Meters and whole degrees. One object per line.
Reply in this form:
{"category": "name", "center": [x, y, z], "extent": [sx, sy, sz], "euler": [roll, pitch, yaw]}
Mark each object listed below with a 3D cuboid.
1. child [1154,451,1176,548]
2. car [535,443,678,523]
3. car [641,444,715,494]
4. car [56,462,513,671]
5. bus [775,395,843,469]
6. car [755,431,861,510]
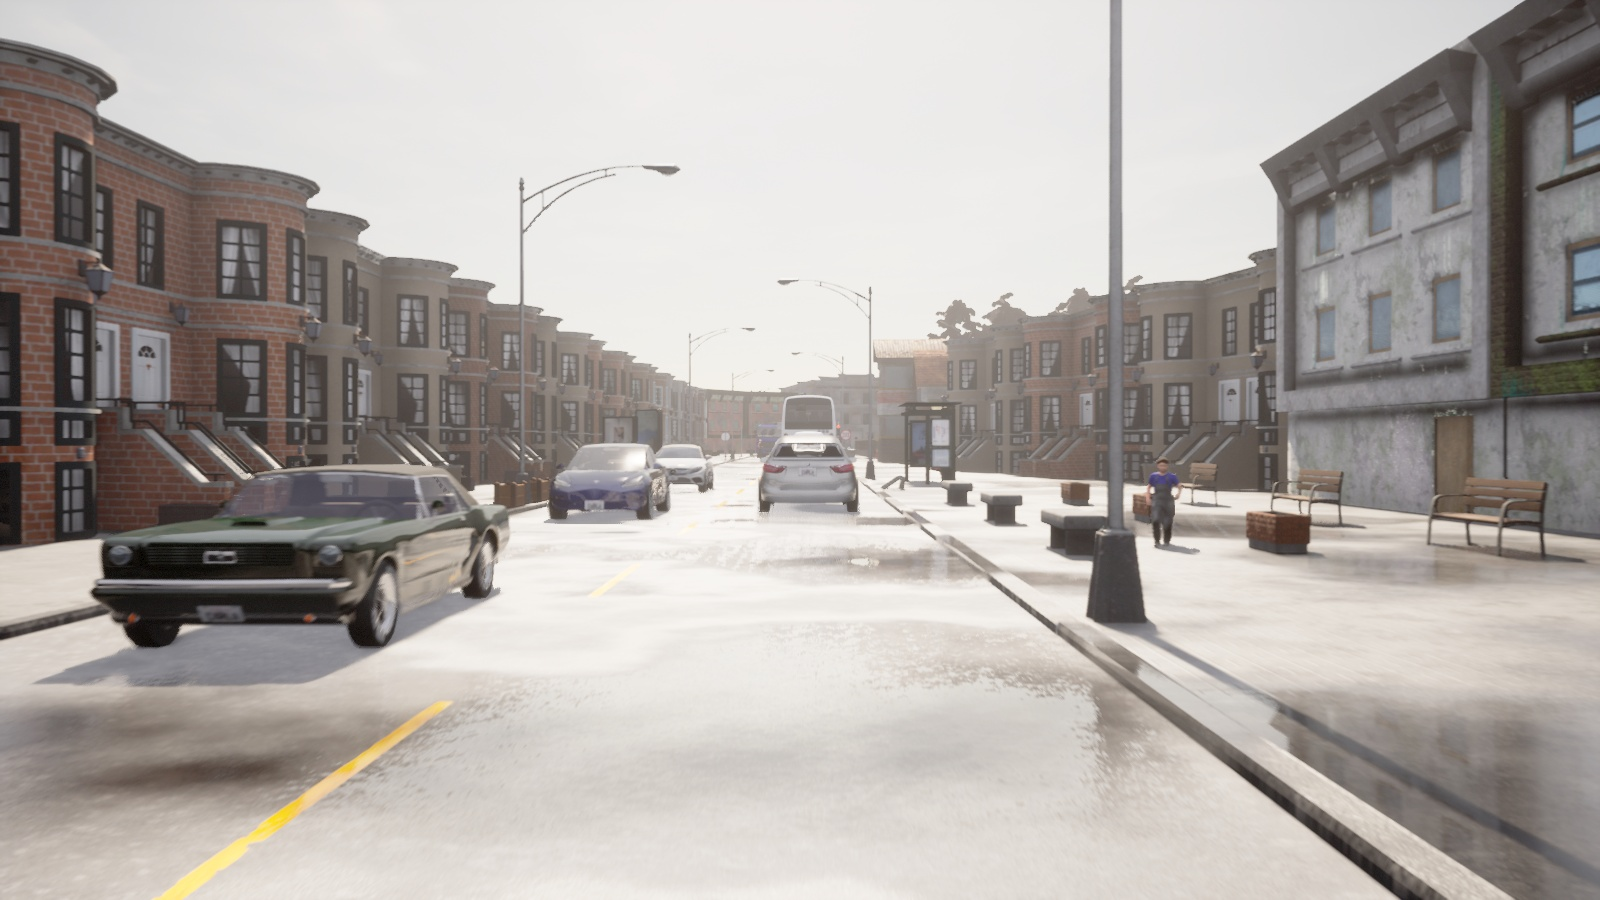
{"category": "child", "center": [4.844, 0.646, 16.679], "extent": [0.270, 1.263, 0.437], "euler": [0, 0, 15]}
{"category": "car", "center": [-3.830, 0.598, 25.749], "extent": [2.163, 1.488, 4.792], "euler": [0, 0, 0]}
{"category": "car", "center": [-3.732, 0.548, 39.180], "extent": [1.812, 1.442, 4.674], "euler": [0, 0, 0]}
{"category": "car", "center": [-3.925, 0.784, 10.599], "extent": [1.895, 1.301, 4.718], "euler": [0, 0, 0]}
{"category": "bus", "center": [0.549, -1.067, 77.582], "extent": [3.944, 4.253, 10.273], "euler": [0, 0, 0]}
{"category": "car", "center": [0.193, 0.428, 28.815], "extent": [2.242, 1.667, 4.611], "euler": [0, 0, 0]}
